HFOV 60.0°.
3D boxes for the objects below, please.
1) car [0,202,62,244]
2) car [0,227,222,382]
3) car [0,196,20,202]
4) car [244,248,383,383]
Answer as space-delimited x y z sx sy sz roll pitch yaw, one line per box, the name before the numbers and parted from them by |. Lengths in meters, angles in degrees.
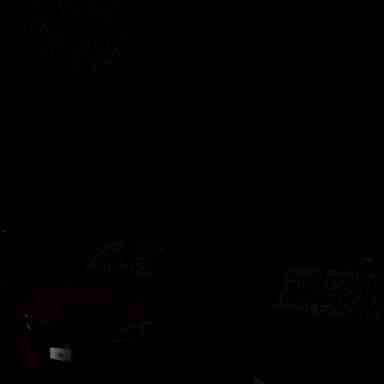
car | -5.635 1.303 9.370 2.185 1.767 4.553 0 -1 15
car | -0.708 1.465 5.914 2.097 1.535 5.008 1 0 15
car | -8.074 1.159 11.108 2.435 2.045 5.566 1 0 15
car | 1.755 1.520 4.158 2.002 1.452 4.674 1 0 15
